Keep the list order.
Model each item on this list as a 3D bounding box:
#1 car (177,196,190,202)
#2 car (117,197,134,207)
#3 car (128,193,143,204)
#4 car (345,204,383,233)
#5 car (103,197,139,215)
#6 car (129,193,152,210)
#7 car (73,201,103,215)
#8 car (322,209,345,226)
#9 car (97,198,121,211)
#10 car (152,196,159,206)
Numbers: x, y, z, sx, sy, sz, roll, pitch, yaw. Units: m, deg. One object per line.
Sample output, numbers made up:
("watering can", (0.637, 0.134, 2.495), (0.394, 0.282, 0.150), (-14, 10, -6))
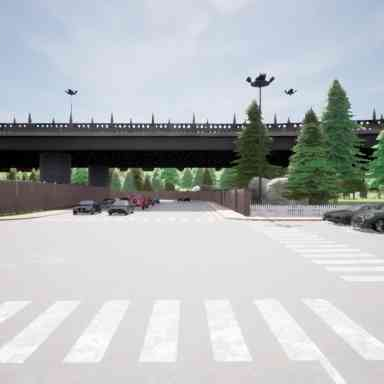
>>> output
("car", (-1.897, 1.553, 75.220), (1.994, 1.385, 4.181), (0, 0, -19))
("car", (-10.532, 1.526, 52.756), (1.812, 1.442, 4.674), (0, 0, 0))
("car", (-10.681, 1.221, 63.464), (2.150, 2.045, 5.566), (0, 0, -3))
("car", (11.484, 1.297, 18.691), (4.553, 1.767, 2.097), (0, 0, 2))
("car", (-7.038, 1.547, 33.583), (2.033, 1.411, 5.357), (0, 0, 0))
("car", (-7.039, 1.221, 43.757), (2.150, 2.045, 5.566), (0, 0, 0))
("car", (-10.564, 1.564, 33.860), (1.994, 1.385, 4.181), (0, 0, 0))
("car", (11.670, 1.492, 22.219), (5.357, 1.411, 2.033), (0, 0, 1))
("car", (-10.538, 1.526, 42.575), (1.812, 1.442, 4.674), (0, 0, 0))
("car", (-7.038, 1.564, 53.765), (1.994, 1.385, 4.181), (0, 0, 0))
